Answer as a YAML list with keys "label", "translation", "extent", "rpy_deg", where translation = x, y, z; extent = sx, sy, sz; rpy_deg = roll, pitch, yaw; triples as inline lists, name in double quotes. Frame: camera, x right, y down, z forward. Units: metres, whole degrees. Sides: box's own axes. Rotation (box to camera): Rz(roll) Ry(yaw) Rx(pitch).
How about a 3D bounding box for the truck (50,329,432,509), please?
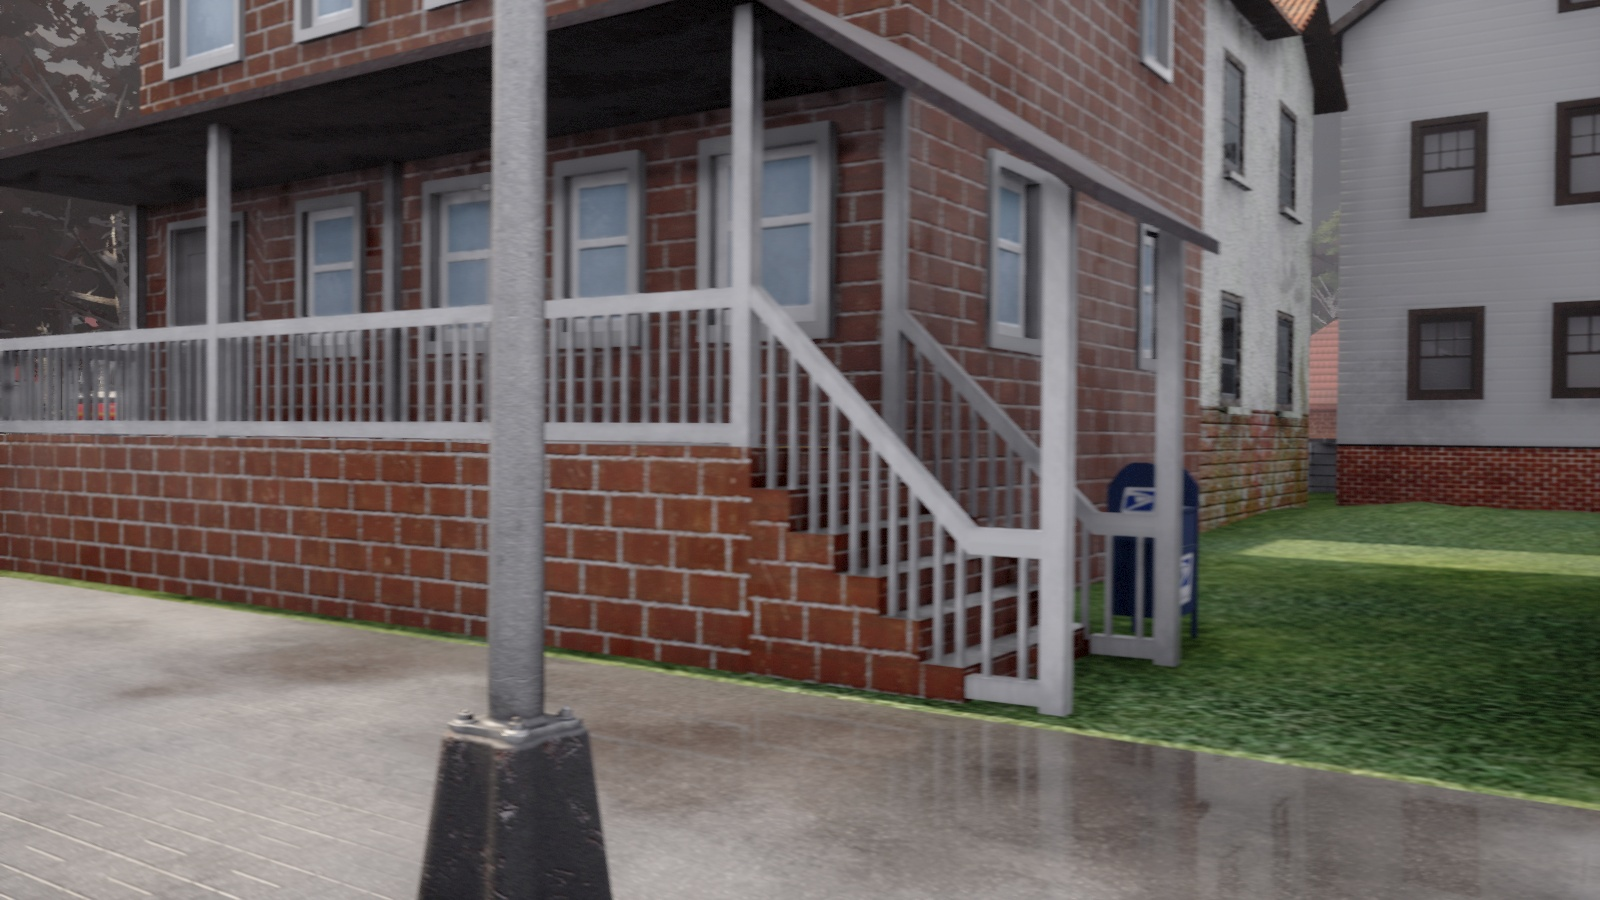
- label: "truck"
  translation: [-13.377, -0.729, 31.062]
  extent: [2.891, 3.827, 8.468]
  rpy_deg: [0, 1, 30]
